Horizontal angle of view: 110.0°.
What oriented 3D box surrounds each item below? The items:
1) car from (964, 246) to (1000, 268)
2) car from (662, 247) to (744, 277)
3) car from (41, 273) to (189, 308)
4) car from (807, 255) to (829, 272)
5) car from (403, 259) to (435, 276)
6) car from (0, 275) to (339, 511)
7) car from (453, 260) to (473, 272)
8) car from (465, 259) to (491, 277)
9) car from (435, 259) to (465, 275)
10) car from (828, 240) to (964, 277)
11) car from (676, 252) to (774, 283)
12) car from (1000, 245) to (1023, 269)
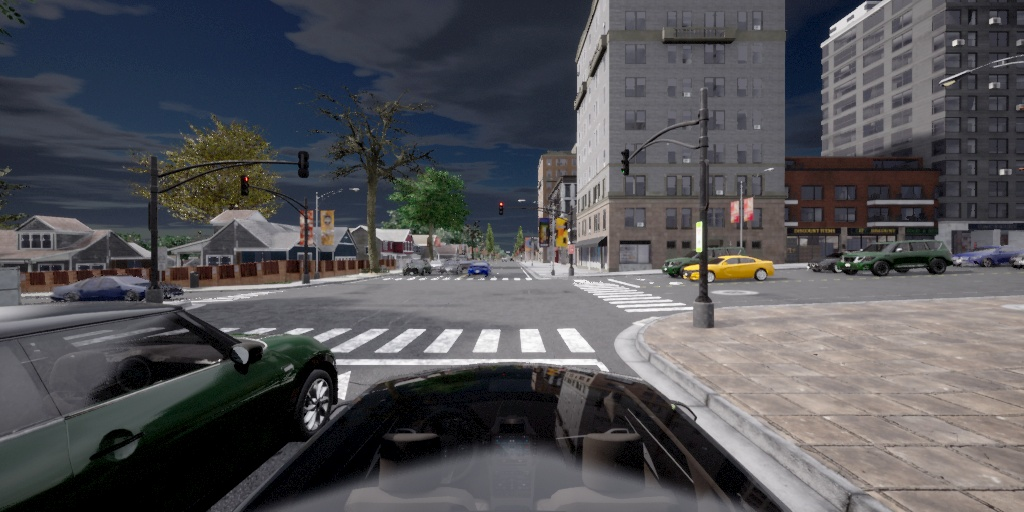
[{"bbox_3d":[33.550,0.007,25.040,4.674,1.442,1.812,-2,0,0],"label":"car"},{"bbox_3d":[13.452,0.459,24.985,5.566,2.045,2.150,-2,0,0],"label":"car"},{"bbox_3d":[-20.152,1.703,18.391,5.357,1.411,2.033,-2,0,1],"label":"car"},{"bbox_3d":[23.419,0.361,25.017,4.892,1.490,1.837,-2,0,0],"label":"car"},{"bbox_3d":[-9.850,1.120,37.503,2.097,1.767,4.553,0,0,0],"label":"car"},{"bbox_3d":[-3.151,1.102,2.510,2.097,1.767,4.553,0,0,0],"label":"car"},{"bbox_3d":[-6.605,1.335,49.296,2.033,1.411,5.357,0,0,0],"label":"car"},{"bbox_3d":[-3.141,1.243,35.516,1.882,1.535,5.008,0,0,1],"label":"car"},{"bbox_3d":[-6.599,1.262,39.578,2.128,1.511,4.902,0,0,0],"label":"car"},{"bbox_3d":[23.128,0.099,21.765,5.566,2.045,2.150,-2,0,0],"label":"car"},{"bbox_3d":[13.032,0.742,21.737,5.008,1.535,1.882,-2,0,-1],"label":"car"},{"bbox_3d":[33.380,0.023,21.788,4.674,1.442,1.812,-2,0,0],"label":"car"}]
